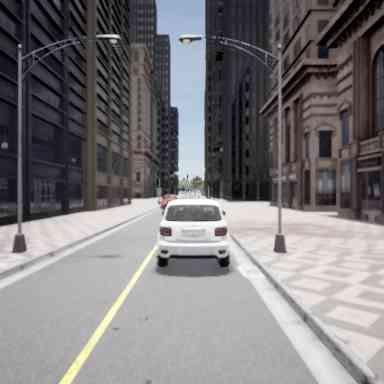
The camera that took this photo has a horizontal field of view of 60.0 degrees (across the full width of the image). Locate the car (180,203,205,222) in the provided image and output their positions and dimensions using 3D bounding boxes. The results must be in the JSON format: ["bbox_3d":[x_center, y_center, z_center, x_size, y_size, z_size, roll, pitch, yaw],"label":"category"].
[{"bbox_3d":[0.066,1.661,28.523,1.994,1.385,4.181,0,0,0],"label":"car"}]

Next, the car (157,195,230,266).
[{"bbox_3d":[0.062,1.266,11.841,2.150,2.045,5.566,0,0,1],"label":"car"}]

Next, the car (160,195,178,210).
[{"bbox_3d":[-3.097,1.375,45.897,2.150,2.045,5.566,0,-1,0],"label":"car"}]
